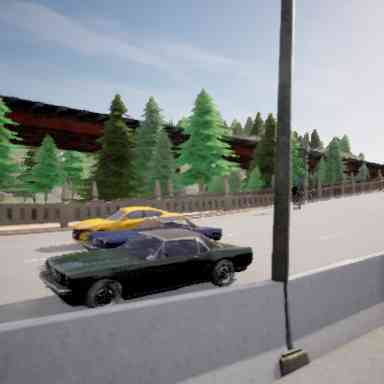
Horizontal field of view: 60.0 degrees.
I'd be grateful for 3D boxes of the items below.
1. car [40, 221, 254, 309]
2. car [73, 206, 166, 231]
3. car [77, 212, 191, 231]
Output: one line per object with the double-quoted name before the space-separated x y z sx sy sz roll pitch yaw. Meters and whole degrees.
"car" -0.866 1.590 7.674 4.718 1.301 1.895 -1 0 -35
"car" -2.740 1.425 14.935 5.008 1.535 1.882 -1 1 -35
"car" -1.260 1.562 11.692 4.718 1.301 1.895 -1 1 -35
